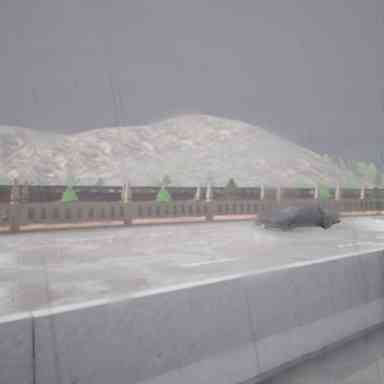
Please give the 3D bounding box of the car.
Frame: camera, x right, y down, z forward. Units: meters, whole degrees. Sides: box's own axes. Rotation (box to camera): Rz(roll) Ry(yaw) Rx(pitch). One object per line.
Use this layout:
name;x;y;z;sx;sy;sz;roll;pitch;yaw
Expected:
car;6.305;1.492;19.581;5.357;1.411;2.033;0;0;-26
